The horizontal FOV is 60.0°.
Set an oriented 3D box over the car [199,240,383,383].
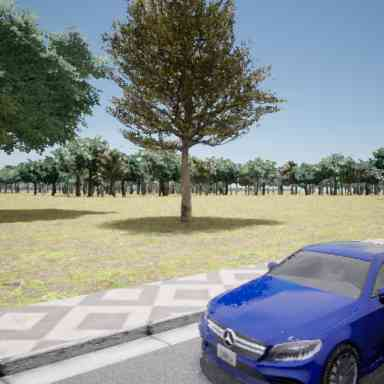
[{"bbox_3d":[2.272,1.526,4.994,4.674,1.442,1.812,0,0,-35],"label":"car"}]
